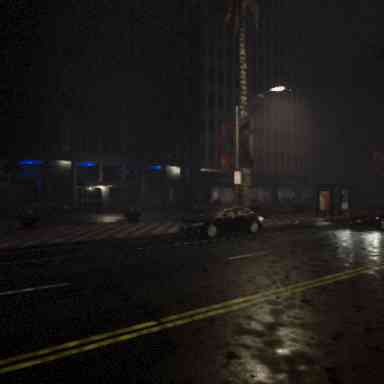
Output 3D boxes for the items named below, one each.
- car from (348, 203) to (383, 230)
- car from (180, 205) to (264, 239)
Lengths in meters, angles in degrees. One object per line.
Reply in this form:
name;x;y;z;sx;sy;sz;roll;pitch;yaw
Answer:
car;11.875;1.436;21.033;5.008;1.535;1.882;0;0;-35
car;1.642;1.460;17.424;4.892;1.521;2.231;0;0;-35
